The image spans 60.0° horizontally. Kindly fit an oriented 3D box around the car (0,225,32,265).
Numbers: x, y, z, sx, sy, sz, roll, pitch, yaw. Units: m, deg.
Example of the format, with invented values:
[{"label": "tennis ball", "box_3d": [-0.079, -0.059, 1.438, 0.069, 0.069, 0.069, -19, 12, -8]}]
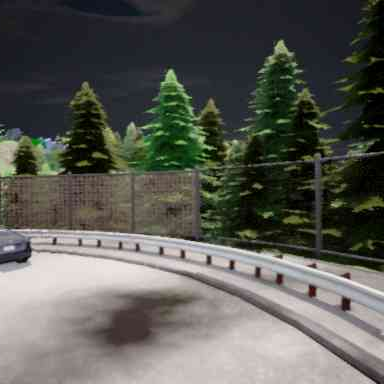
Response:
[{"label": "car", "box_3d": [-7.252, 1.672, 10.773, 4.181, 1.385, 1.994, -1, 0, 26]}]
